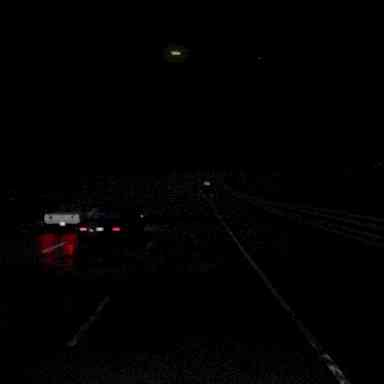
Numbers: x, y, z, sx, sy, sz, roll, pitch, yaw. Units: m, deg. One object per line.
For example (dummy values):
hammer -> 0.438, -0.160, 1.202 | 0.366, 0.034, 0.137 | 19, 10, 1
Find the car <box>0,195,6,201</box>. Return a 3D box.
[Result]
car -> -23.859, 0.829, 39.233 | 1.994, 1.385, 4.181 | 0, 2, 2

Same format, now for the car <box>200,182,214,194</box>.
car -> 3.200, -0.528, 66.082 | 2.097, 1.767, 4.553 | 0, 3, 3

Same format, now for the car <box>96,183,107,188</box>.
car -> -21.678, -1.449, 80.195 | 1.837, 1.490, 4.892 | 0, 3, 4

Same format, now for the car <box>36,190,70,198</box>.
car -> -16.787, 0.562, 41.036 | 2.097, 1.767, 4.553 | 0, 2, 2

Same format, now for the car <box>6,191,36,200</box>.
car -> -20.296, 0.711, 41.054 | 1.837, 1.490, 4.892 | 0, 2, 2

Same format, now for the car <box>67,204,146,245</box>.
car -> -3.280, 1.348, 14.451 | 2.033, 1.411, 5.357 | 0, 1, 1

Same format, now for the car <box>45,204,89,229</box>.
car -> -6.698, 1.327, 19.528 | 1.895, 1.301, 4.718 | 0, 1, 1
